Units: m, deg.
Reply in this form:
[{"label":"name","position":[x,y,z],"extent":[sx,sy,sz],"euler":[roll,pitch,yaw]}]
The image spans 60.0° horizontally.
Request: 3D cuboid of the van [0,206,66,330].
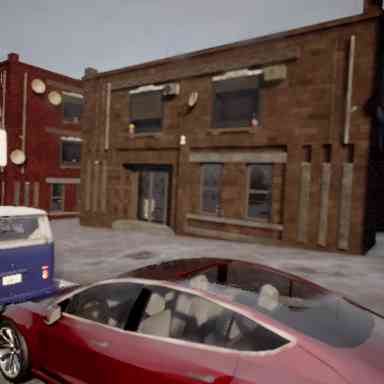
[{"label":"van","position":[-4.859,1.245,7.001],"extent":[4.442,1.987,1.878],"euler":[0,0,36]}]
